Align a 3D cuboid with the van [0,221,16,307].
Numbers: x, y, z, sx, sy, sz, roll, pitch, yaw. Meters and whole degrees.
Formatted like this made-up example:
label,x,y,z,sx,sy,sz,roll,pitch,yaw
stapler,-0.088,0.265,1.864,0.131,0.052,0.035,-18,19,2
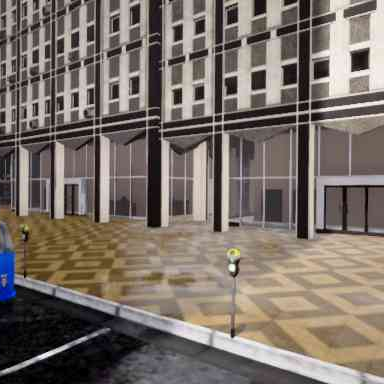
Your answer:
label,x,y,z,sx,sy,sz,roll,pitch,yaw
van,-5.127,1.338,6.520,3.998,1.788,1.690,0,1,36
